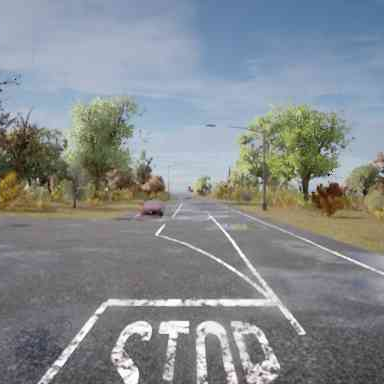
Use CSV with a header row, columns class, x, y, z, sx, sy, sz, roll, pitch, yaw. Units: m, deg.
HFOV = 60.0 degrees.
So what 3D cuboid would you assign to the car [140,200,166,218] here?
class,x,y,z,sx,sy,sz,roll,pitch,yaw
car,-3.491,1.491,30.370,1.882,1.535,5.008,0,0,0
